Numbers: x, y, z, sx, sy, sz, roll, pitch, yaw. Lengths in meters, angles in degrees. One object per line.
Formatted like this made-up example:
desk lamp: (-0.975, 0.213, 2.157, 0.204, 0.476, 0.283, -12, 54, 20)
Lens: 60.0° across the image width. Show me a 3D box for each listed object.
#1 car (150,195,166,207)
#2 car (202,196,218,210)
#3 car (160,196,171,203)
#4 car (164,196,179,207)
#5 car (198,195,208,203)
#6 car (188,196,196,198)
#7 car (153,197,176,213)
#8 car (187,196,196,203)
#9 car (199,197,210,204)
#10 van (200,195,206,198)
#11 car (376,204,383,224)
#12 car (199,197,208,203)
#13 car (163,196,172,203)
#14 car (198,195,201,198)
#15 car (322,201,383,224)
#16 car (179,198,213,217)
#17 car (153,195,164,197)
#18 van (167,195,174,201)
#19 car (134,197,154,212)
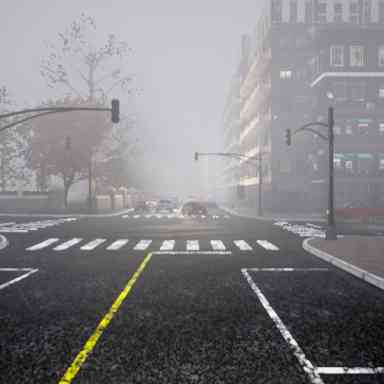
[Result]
car: (-5.797, 1.463, 56.563, 2.192, 1.841, 5.009, 0, 0, 0)
car: (2.606, 1.656, 45.318, 1.887, 1.381, 4.507, 0, 0, 0)
car: (-5.830, 1.648, 73.454, 1.967, 1.590, 4.097, 0, 0, 0)
car: (-3.187, 1.724, 49.002, 1.895, 1.301, 4.718, 0, 0, 0)
car: (2.539, 1.545, 79.100, 2.192, 1.841, 5.009, 0, 0, 0)
car: (-0.022, 1.525, 63.743, 2.097, 1.767, 4.553, 0, 0, 0)
car: (-3.168, 1.619, 39.078, 1.812, 1.442, 4.674, 0, 0, 0)
car: (-0.155, 1.773, 80.108, 2.033, 1.411, 5.357, 0, 0, 0)
car: (2.560, 1.738, 67.839, 2.008, 1.369, 4.403, 0, 0, 0)
van: (2.595, 1.470, 50.949, 1.690, 1.788, 3.998, 0, 0, 0)
car: (16.855, 1.896, 24.818, 4.892, 1.490, 1.837, 1, 0, -1)
car: (2.550, 1.753, 73.469, 1.887, 1.381, 4.507, 0, 0, 0)
car: (-5.841, 1.670, 79.083, 1.967, 1.590, 4.097, 0, 0, 0)
car: (2.572, 1.607, 62.209, 1.967, 1.590, 4.097, 0, 0, 0)
car: (13.414, 1.659, 27.387, 5.009, 1.841, 2.192, 1, -1, -1)
car: (0.290, 1.600, 32.282, 1.812, 1.442, 4.674, -1, 0, -12)
car: (-5.785, 1.654, 50.763, 1.752, 1.417, 4.829, 0, 0, 0)
van: (-5.864, 1.617, 90.344, 1.690, 1.788, 3.998, 0, 0, 0)
car: (-5.764, 1.661, 39.671, 1.947, 1.339, 4.313, 0, 0, 0)
